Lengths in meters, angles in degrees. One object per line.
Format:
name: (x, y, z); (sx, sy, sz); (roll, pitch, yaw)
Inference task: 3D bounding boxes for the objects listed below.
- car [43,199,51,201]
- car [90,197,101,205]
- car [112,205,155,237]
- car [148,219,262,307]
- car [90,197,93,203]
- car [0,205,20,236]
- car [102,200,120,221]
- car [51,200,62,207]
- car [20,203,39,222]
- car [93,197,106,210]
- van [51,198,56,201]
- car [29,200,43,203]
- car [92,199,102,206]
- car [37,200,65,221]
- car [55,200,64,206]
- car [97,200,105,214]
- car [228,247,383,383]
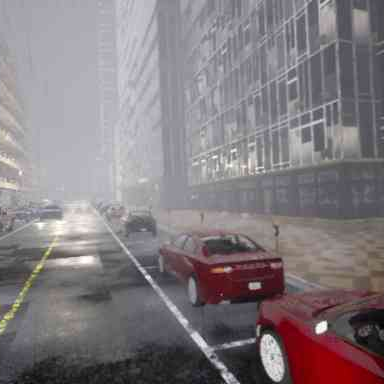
car: (-19.664, 1.983, 42.115); (2.192, 1.841, 5.009); (-1, 0, -18)
car: (-22.127, 2.041, 76.436); (2.192, 1.841, 5.009); (-1, 0, -18)
car: (-3.065, 1.648, 18.462); (2.008, 1.369, 4.403); (-1, 0, -18)
car: (0.399, 1.526, 7.922); (1.887, 1.381, 4.507); (-1, 0, -18)
car: (-18.660, 2.053, 65.895); (1.967, 1.590, 4.097); (-1, 0, -18)
car: (-12.733, 1.752, 21.040); (2.192, 1.841, 5.009); (-1, 0, -18)
car: (-6.584, 1.740, 29.164); (1.752, 1.417, 4.829); (-1, 0, -18)
car: (-29.965, 2.530, 73.577); (1.752, 1.417, 4.829); (-1, 0, -18)
car: (-16.192, 2.103, 31.577); (2.008, 1.369, 4.403); (-1, 0, -18)
car: (-13.462, 1.883, 50.084); (1.967, 1.590, 4.097); (-1, 0, -18)
van: (-23.101, 2.122, 52.662); (1.690, 1.788, 3.998); (-1, 0, -18)
car: (-17.927, 2.050, 36.847); (1.967, 1.590, 4.097); (-1, 0, -18)
car: (-20.444, 2.197, 71.326); (1.752, 1.417, 4.829); (-1, 0, -18)
car: (-13.781, 1.944, 32.794); (1.882, 1.535, 5.008); (-2, 0, -18)
car: (-33.482, 2.685, 84.277); (1.947, 1.339, 4.313); (-1, 0, -18)
car: (-9.995, 1.910, 39.543); (1.802, 1.307, 4.206); (-1, 0, -18)
car: (2.132, 1.468, 2.651); (1.887, 1.381, 4.507); (-1, 0, -18)
